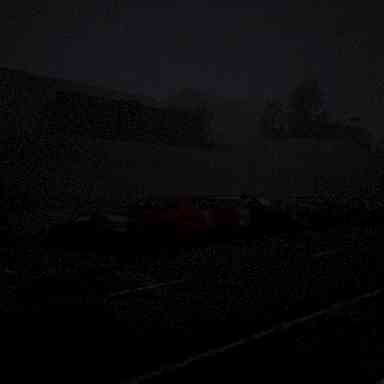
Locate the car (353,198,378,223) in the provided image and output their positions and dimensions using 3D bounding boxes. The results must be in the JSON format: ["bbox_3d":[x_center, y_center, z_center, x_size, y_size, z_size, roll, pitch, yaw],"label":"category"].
[{"bbox_3d":[10.647,1.245,24.178,4.553,1.767,2.185,-1,0,34],"label":"car"}]

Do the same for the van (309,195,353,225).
[{"bbox_3d":[8.096,1.166,22.527,4.442,1.987,1.878,-1,0,34],"label":"van"}]

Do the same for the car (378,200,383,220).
[{"bbox_3d":[13.054,1.392,25.925,4.674,1.452,2.002,-1,0,34],"label":"car"}]

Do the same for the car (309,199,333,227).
[{"bbox_3d":[5.773,1.410,20.724,4.892,1.521,2.231,-1,0,34],"label":"car"}]

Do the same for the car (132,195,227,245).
[{"bbox_3d":[-1.545,1.214,15.543,5.566,2.045,2.435,-1,0,34],"label":"car"}]

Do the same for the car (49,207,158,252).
[{"bbox_3d":[-3.942,1.518,13.790,4.674,1.452,2.002,-1,0,34],"label":"car"}]

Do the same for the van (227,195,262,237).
[{"bbox_3d":[1.010,1.220,17.202,4.442,1.987,1.878,-1,-1,34],"label":"van"}]

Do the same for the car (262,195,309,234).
[{"bbox_3d":[3.365,1.177,18.986,5.566,2.045,2.435,-1,-1,34],"label":"car"}]
